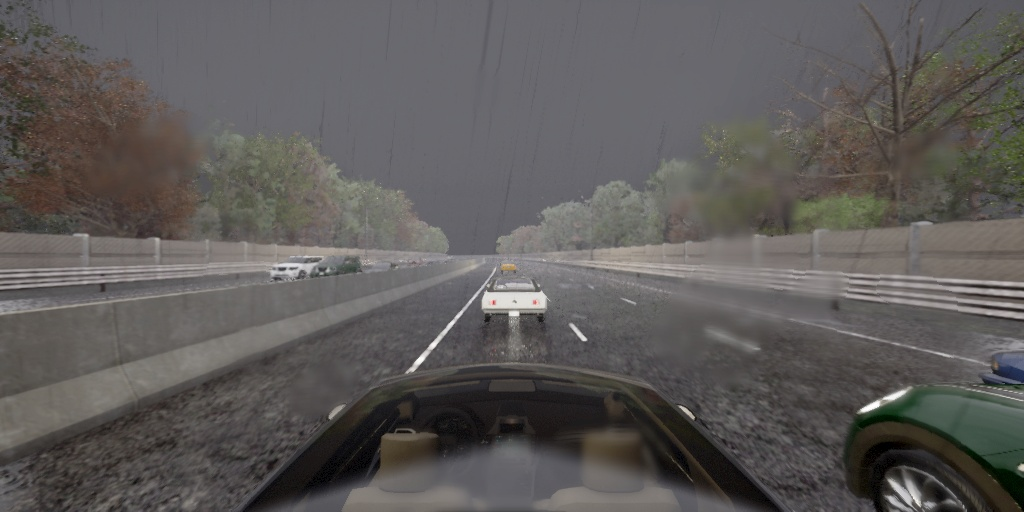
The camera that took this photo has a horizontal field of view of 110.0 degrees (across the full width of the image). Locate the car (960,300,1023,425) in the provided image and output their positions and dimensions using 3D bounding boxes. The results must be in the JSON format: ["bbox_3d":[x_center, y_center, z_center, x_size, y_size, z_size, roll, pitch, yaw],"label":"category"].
[{"bbox_3d":[7.095,1.296,2.186,2.033,1.411,5.357,0,0,0],"label":"car"}]

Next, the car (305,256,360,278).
[{"bbox_3d":[-14.345,0.981,29.708,2.150,2.045,5.566,0,0,-1],"label":"car"}]

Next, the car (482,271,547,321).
[{"bbox_3d":[0.053,1.355,12.422,1.895,1.301,4.718,0,0,0],"label":"car"}]

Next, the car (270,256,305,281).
[{"bbox_3d":[-17.858,0.981,30.427,2.150,2.045,5.566,0,0,-1],"label":"car"}]

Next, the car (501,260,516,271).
[{"bbox_3d":[-0.456,1.223,44.659,1.801,1.575,5.366,0,0,-1],"label":"car"}]

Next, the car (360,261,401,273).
[{"bbox_3d":[-10.860,1.265,30.556,1.837,1.490,4.892,0,0,-1],"label":"car"}]

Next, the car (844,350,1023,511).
[{"bbox_3d":[3.592,1.101,0.825,2.097,1.767,4.553,0,0,0],"label":"car"}]
